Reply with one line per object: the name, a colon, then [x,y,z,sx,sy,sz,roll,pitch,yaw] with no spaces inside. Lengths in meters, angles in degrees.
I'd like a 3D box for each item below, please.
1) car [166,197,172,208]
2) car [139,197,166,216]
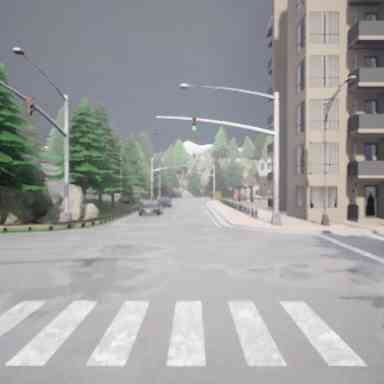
car: [-3.617,1.349,44.315,2.033,1.411,5.357,0,0,1]
car: [-3.748,1.395,31.055,1.812,1.442,4.674,0,0,0]
